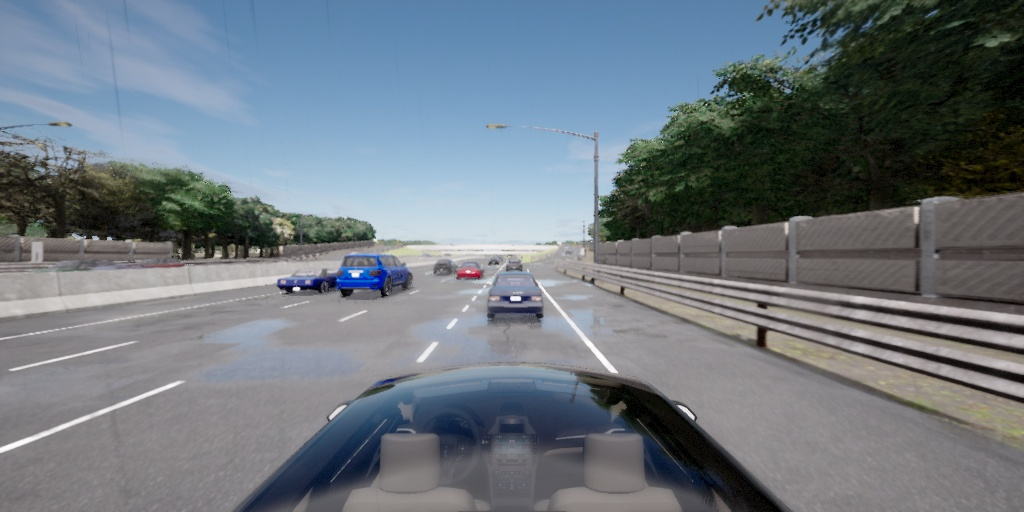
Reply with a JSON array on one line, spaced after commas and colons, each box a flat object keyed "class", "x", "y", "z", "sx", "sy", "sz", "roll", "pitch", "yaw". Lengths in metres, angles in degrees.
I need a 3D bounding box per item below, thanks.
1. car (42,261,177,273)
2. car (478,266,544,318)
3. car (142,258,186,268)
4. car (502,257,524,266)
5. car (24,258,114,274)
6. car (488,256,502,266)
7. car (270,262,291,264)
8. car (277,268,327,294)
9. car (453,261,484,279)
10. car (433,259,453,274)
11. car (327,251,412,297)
[{"class": "car", "x": -24.552, "y": 1.217, "z": 22.312, "sx": 2.033, "sy": 1.411, "sz": 5.357, "roll": 0, "pitch": 0, "yaw": 0}, {"class": "car", "x": 0.112, "y": 1.272, "z": 12.924, "sx": 2.033, "sy": 1.411, "sz": 5.357, "roll": 0, "pitch": 0, "yaw": 0}, {"class": "car", "x": -31.464, "y": 0.968, "z": 31.539, "sx": 2.097, "sy": 1.767, "sz": 4.553, "roll": 0, "pitch": 0, "yaw": 1}, {"class": "car", "x": 0.279, "y": 1.057, "z": 40.774, "sx": 2.128, "sy": 1.511, "sz": 4.902, "roll": 0, "pitch": 0, "yaw": 1}, {"class": "car", "x": -28.043, "y": 1.016, "z": 23.073, "sx": 2.097, "sy": 1.767, "sz": 4.553, "roll": 0, "pitch": 0, "yaw": 0}, {"class": "car", "x": -3.197, "y": 0.956, "z": 64.711, "sx": 1.812, "sy": 1.442, "sz": 4.674, "roll": 0, "pitch": 0, "yaw": 0}, {"class": "car", "x": -20.957, "y": 1.215, "z": 32.064, "sx": 1.895, "sy": 1.301, "sz": 4.718, "roll": 0, "pitch": 0, "yaw": 1}, {"class": "car", "x": -10.369, "y": 1.287, "z": 19.489, "sx": 1.895, "sy": 1.301, "sz": 4.718, "roll": 0, "pitch": 0, "yaw": 0}, {"class": "car", "x": -3.421, "y": 1.191, "z": 30.168, "sx": 1.994, "sy": 1.385, "sz": 4.181, "roll": 0, "pitch": 0, "yaw": 0}, {"class": "car", "x": -6.776, "y": 1.092, "z": 36.879, "sx": 1.837, "sy": 1.490, "sz": 4.892, "roll": 0, "pitch": 0, "yaw": 0}, {"class": "car", "x": -6.873, "y": 0.914, "z": 18.454, "sx": 2.150, "sy": 2.045, "sz": 5.566, "roll": 0, "pitch": 0, "yaw": 0}]
